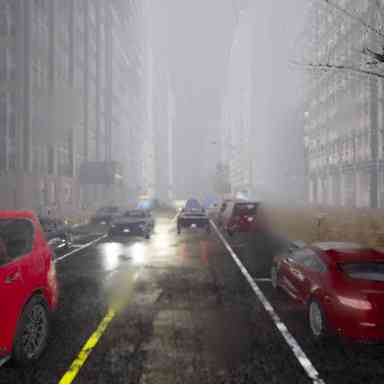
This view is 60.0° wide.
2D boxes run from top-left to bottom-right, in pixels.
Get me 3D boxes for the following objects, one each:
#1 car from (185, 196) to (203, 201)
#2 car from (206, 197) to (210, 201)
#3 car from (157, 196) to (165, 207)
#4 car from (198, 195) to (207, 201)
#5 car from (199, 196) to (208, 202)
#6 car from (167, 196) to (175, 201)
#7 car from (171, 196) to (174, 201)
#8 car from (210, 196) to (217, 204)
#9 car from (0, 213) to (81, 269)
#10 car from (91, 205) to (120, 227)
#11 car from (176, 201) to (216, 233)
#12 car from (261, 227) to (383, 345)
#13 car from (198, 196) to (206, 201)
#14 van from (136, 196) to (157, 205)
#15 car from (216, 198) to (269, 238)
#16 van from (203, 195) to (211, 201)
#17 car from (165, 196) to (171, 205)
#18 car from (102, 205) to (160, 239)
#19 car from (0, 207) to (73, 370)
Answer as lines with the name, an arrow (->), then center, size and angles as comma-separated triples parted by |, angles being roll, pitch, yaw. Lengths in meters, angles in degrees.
car -> 0.093, 1.549, 44.950 | 1.882, 1.535, 5.008 | 0, 0, 0
car -> 2.691, 1.581, 34.857 | 1.752, 1.417, 4.829 | 0, 0, 0
car -> -5.693, 1.649, 51.774 | 1.947, 1.339, 4.313 | 0, 0, 0
car -> 2.682, 1.584, 85.887 | 1.967, 1.590, 4.097 | 0, 0, 0
car -> 2.682, 1.684, 80.199 | 2.008, 1.369, 4.403 | 0, 0, 0
car -> -5.700, 1.699, 91.597 | 1.887, 1.381, 4.507 | 0, 0, 0
car -> -5.696, 1.563, 74.531 | 1.967, 1.590, 4.097 | 0, 0, 0
car -> 2.695, 1.352, 23.310 | 2.192, 1.841, 5.009 | 0, 0, 0
car -> -5.687, 1.585, 11.949 | 1.947, 1.339, 4.313 | 0, 0, 0
car -> -5.688, 1.603, 23.328 | 1.947, 1.339, 4.313 | 0, 0, 0
car -> 0.085, 1.524, 19.726 | 2.128, 1.511, 4.902 | 0, 0, 0
car -> 2.695, 1.592, 6.243 | 1.802, 1.307, 4.206 | 0, 0, 0
car -> 2.681, 1.699, 91.577 | 1.887, 1.381, 4.507 | 0, 0, 0
van -> -5.689, 1.405, 40.395 | 1.690, 1.788, 3.998 | 0, 0, 0
car -> 2.696, 1.343, 17.621 | 2.192, 1.841, 5.009 | 0, 0, 0
van -> 2.691, 1.415, 46.066 | 1.690, 1.788, 3.998 | 0, 0, 0
car -> -5.695, 1.653, 63.152 | 2.008, 1.369, 4.403 | 0, 0, 0
car -> -3.003, 1.592, 17.268 | 1.994, 1.385, 4.181 | 0, 0, 0
car -> -3.091, 1.224, 2.801 | 2.150, 2.045, 5.566 | 0, 0, 0
